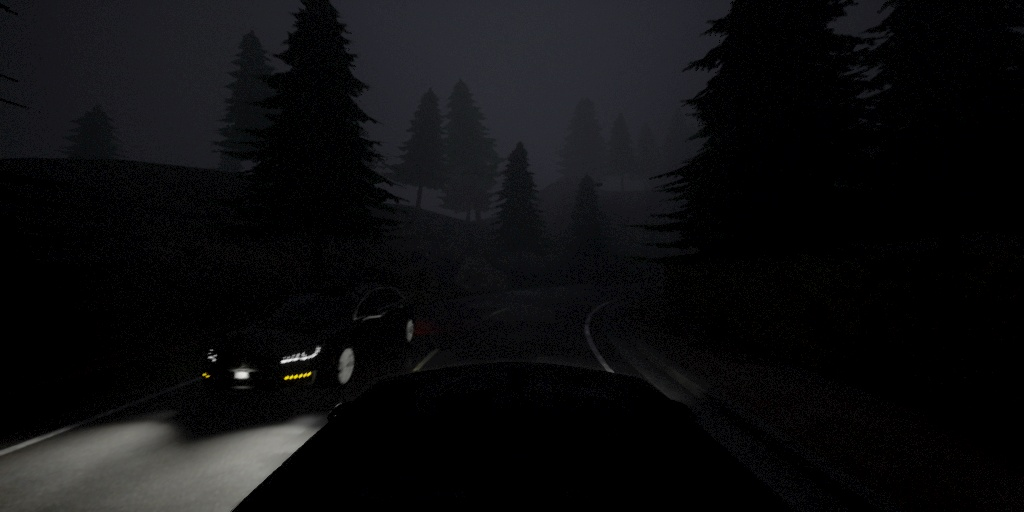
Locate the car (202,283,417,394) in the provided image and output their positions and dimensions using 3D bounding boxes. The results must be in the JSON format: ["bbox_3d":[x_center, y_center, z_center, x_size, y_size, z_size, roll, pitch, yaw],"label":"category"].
[{"bbox_3d":[-3.372,1.332,7.098,1.837,1.490,4.892,0,-1,4],"label":"car"}]
